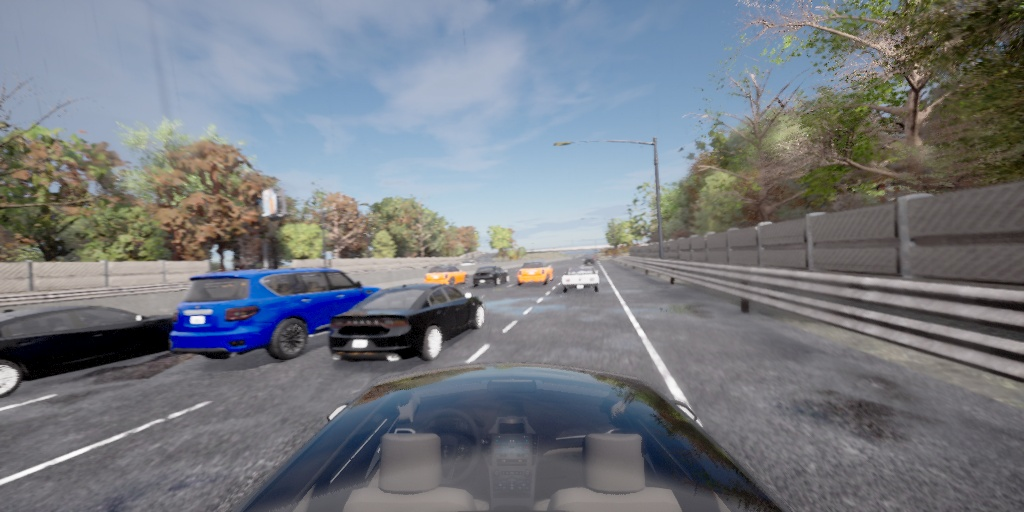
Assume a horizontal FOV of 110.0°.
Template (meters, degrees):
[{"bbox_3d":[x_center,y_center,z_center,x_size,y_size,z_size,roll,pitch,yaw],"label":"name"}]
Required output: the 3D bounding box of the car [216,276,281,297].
[{"bbox_3d":[-25.182,2.840,34.573,1.882,1.535,5.008,-3,0,13],"label":"car"}]

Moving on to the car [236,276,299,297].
[{"bbox_3d":[-22.041,2.701,32.625,1.812,1.442,4.674,-3,0,13],"label":"car"}]

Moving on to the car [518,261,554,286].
[{"bbox_3d":[1.796,1.153,26.303,2.097,1.767,4.553,-3,0,13],"label":"car"}]

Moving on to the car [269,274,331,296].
[{"bbox_3d":[-18.645,2.485,31.813,1.837,1.490,4.892,-3,0,13],"label":"car"}]

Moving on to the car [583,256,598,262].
[{"bbox_3d":[13.353,0.916,61.875,1.837,1.490,4.892,-3,0,13],"label":"car"}]

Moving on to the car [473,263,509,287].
[{"bbox_3d":[-1.542,1.499,27.346,1.837,1.490,4.892,-3,0,13],"label":"car"}]

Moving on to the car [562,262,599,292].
[{"bbox_3d":[3.931,1.244,20.318,1.895,1.301,4.718,-3,0,13],"label":"car"}]

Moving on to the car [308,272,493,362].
[{"bbox_3d":[-2.168,1.390,8.793,1.882,1.535,5.008,-3,0,13],"label":"car"}]

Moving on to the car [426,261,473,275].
[{"bbox_3d":[-5.014,1.544,27.882,2.097,1.767,4.553,-3,0,13],"label":"car"}]

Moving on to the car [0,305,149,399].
[{"bbox_3d":[-9.562,1.798,7.780,1.882,1.535,5.008,-3,0,13],"label":"car"}]

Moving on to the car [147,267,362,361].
[{"bbox_3d":[-5.571,1.330,9.653,2.150,2.045,5.566,-3,0,13],"label":"car"}]
